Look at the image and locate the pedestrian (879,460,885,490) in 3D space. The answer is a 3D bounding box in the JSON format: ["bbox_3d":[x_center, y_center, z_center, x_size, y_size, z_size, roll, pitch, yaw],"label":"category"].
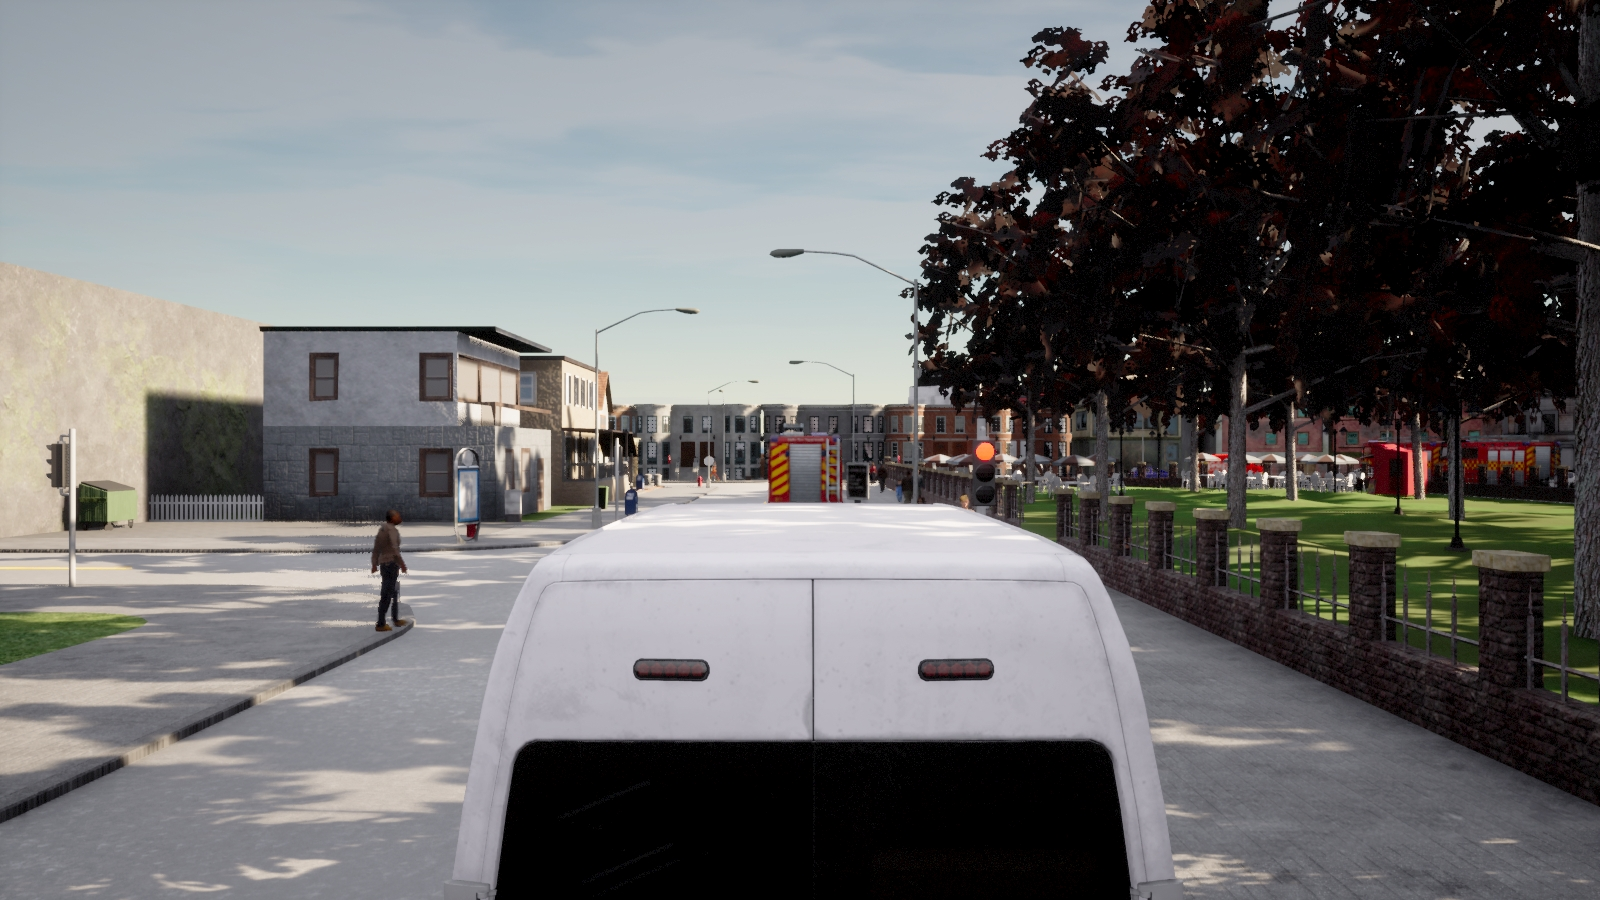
[{"bbox_3d":[5.032,1.525,70.246,0.375,1.860,0.375,0,0,-1],"label":"pedestrian"}]

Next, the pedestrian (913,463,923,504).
[{"bbox_3d":[5.392,1.525,52.329,0.375,1.860,0.375,0,0,-8],"label":"pedestrian"}]

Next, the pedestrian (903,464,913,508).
[{"bbox_3d":[4.603,1.525,48.574,0.375,1.860,0.375,0,0,14],"label":"pedestrian"}]

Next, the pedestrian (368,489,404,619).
[{"bbox_3d":[-6.100,1.521,16.838,0.375,1.860,0.375,0,0,-43],"label":"pedestrian"}]

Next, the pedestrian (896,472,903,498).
[{"bbox_3d":[5.091,1.805,58.596,0.375,1.300,0.375,0,0,4],"label":"pedestrian"}]

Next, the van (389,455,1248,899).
[{"bbox_3d":[0.036,1.314,5.605,1.988,2.561,5.915,0,0,0],"label":"van"}]

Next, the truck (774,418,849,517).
[{"bbox_3d":[0.424,0.670,48.151,2.891,3.827,8.468,0,0,0],"label":"truck"}]
